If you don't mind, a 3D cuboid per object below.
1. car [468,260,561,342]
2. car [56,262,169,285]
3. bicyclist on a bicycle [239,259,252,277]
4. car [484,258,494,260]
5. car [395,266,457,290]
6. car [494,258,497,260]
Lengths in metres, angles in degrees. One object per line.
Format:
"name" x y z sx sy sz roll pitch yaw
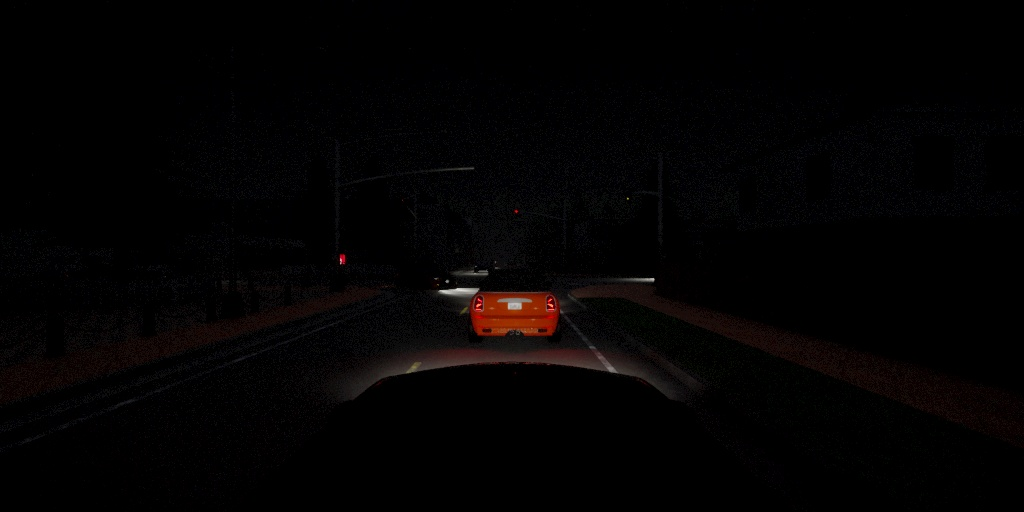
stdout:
"car" 0.072 1.101 9.881 2.097 1.767 4.553 0 0 0
"car" -26.581 1.311 24.169 5.357 1.411 2.033 0 0 -2
"bicyclist on a bicycle" -23.557 1.064 31.740 0.582 1.620 1.656 0 0 -2
"car" -3.597 1.224 44.722 1.882 1.535 5.008 0 0 0
"car" -5.338 1.317 22.179 4.181 1.385 1.994 0 0 37
"car" -3.590 1.237 54.184 2.128 1.511 4.902 0 0 0
